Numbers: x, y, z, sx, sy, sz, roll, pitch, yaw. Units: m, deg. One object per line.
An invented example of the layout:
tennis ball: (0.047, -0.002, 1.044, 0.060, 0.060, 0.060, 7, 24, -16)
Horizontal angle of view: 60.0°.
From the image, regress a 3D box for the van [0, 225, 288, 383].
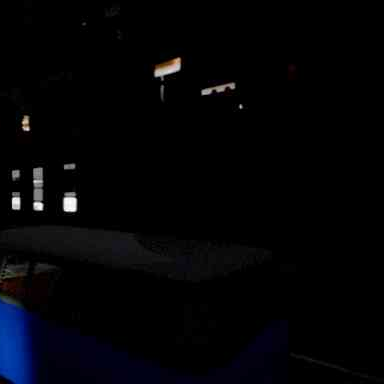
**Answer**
van: (-0.994, 1.336, 3.601, 3.998, 1.788, 1.690, 0, -1, 36)
